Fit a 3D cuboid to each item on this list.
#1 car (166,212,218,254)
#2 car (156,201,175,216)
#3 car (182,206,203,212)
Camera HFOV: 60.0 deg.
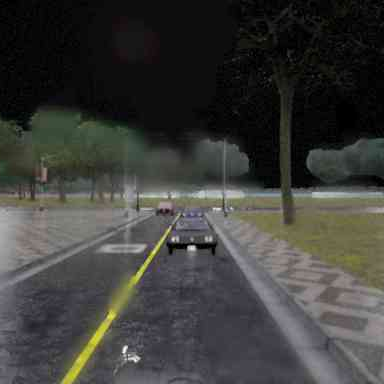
[{"bbox_3d":[0.003,1.736,14.110,1.895,1.301,4.718,0,-1,0],"label":"car"},{"bbox_3d":[-3.003,1.845,38.254,1.882,1.535,5.008,0,-1,0],"label":"car"},{"bbox_3d":[0.004,1.879,29.106,1.895,1.301,4.718,0,-1,0],"label":"car"}]
